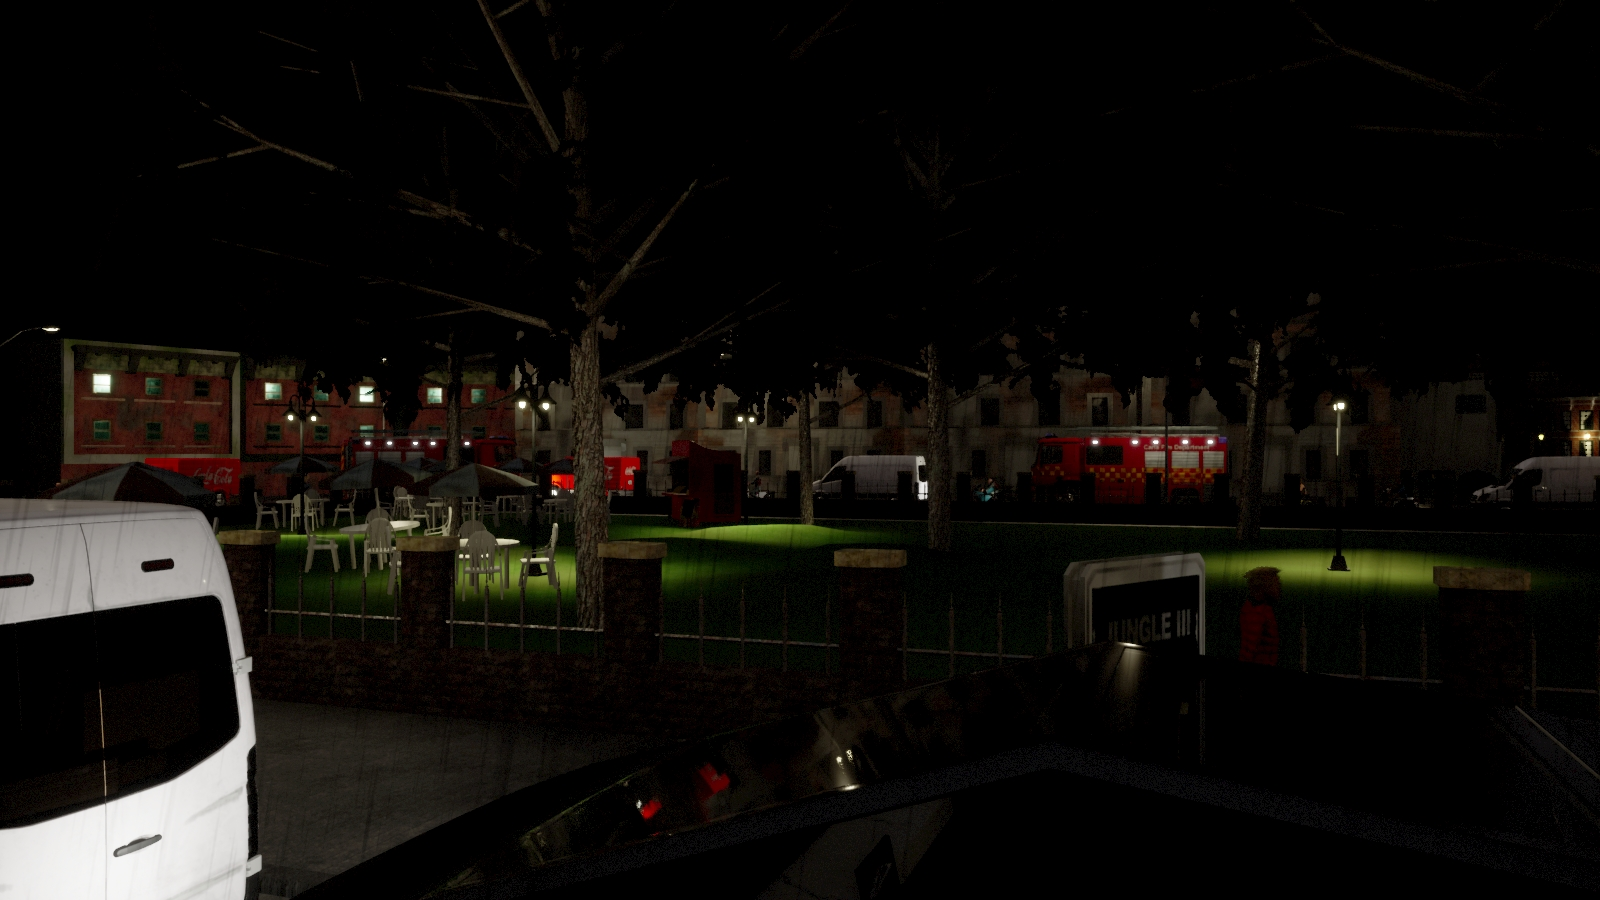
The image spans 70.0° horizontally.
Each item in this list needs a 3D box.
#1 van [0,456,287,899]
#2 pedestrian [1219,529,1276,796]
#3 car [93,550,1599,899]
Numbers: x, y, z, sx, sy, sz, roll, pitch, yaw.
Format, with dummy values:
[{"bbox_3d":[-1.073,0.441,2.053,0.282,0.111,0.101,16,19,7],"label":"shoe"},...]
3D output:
[{"bbox_3d":[-5.749,1.318,5.932,5.915,2.561,1.988,0,0,20],"label":"van"},{"bbox_3d":[3.264,1.525,8.342,0.375,1.860,0.375,0,0,20],"label":"pedestrian"},{"bbox_3d":[1.308,1.534,3.365,6.274,2.098,2.390,0,0,20],"label":"car"}]
